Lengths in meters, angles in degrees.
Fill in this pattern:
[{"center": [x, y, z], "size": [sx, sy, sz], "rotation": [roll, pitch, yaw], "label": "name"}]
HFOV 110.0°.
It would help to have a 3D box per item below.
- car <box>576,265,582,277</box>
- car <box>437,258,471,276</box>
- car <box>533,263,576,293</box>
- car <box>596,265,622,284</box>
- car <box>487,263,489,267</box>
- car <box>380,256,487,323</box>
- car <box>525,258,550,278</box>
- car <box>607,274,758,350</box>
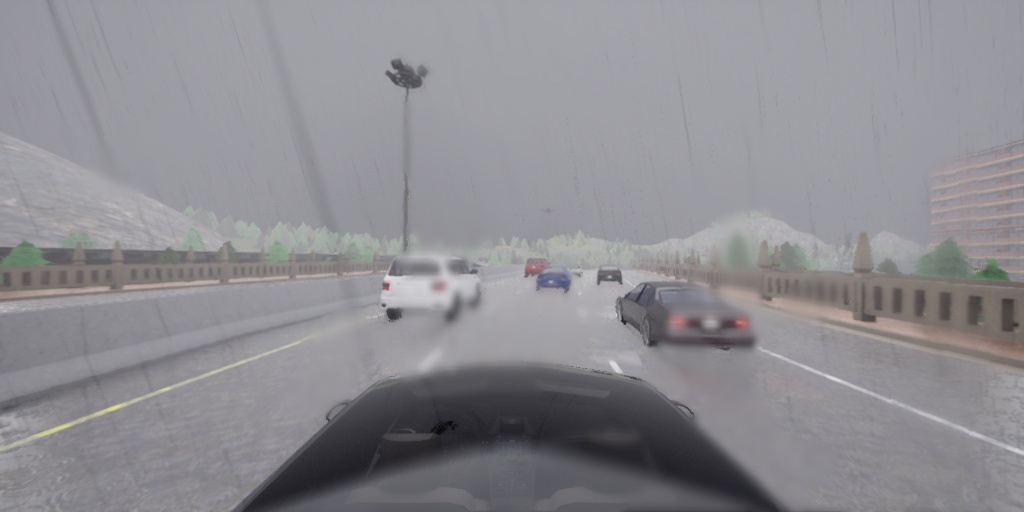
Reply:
[{"center": [6.895, 1.648, 40.302], "size": [1.895, 1.301, 4.718], "rotation": [0, 0, 13], "label": "car"}, {"center": [-6.905, 1.232, 43.590], "size": [2.150, 2.045, 5.566], "rotation": [0, 0, 13], "label": "car"}, {"center": [2.763, 1.383, 22.463], "size": [1.882, 1.535, 5.008], "rotation": [0, 0, 12], "label": "car"}, {"center": [7.954, 1.454, 29.505], "size": [1.882, 1.535, 5.008], "rotation": [0, 0, 13], "label": "car"}, {"center": [-5.429, 1.690, 64.583], "size": [1.812, 1.442, 4.674], "rotation": [0, -1, 13], "label": "car"}, {"center": [-2.573, 1.037, 12.739], "size": [2.150, 2.045, 5.566], "rotation": [0, 0, 7], "label": "car"}, {"center": [2.806, 1.236, 38.209], "size": [2.150, 2.045, 5.566], "rotation": [0, 0, 13], "label": "car"}, {"center": [4.052, 1.368, 9.340], "size": [2.033, 1.411, 5.357], "rotation": [0, 0, 6], "label": "car"}]
